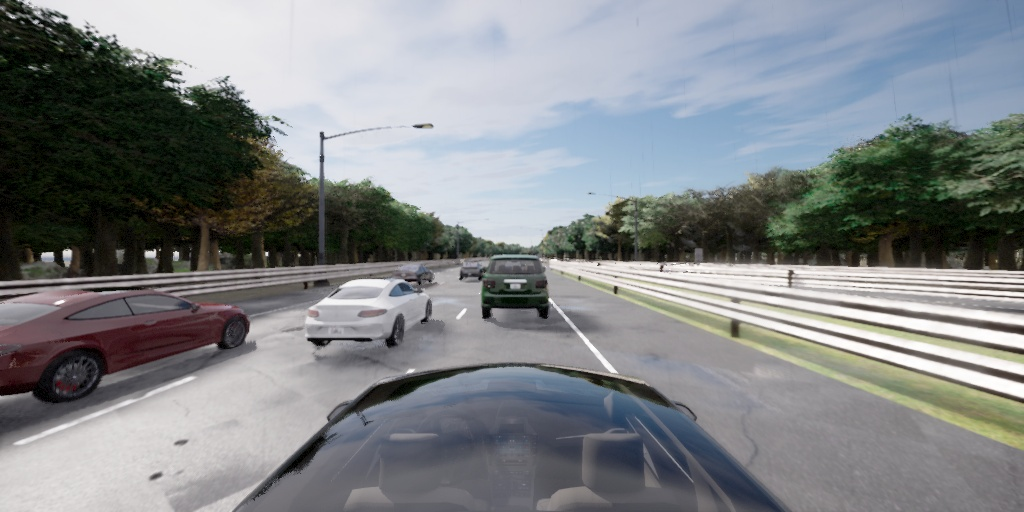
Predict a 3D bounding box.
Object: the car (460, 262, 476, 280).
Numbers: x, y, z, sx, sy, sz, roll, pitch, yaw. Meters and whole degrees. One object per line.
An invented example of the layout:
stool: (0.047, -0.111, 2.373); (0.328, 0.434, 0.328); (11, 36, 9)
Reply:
car: (-3.401, 1.281, 31.342); (2.128, 1.511, 4.902); (0, 0, 0)

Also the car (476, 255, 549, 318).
car: (0.100, 0.986, 13.196); (2.150, 2.045, 5.566); (0, 0, 0)

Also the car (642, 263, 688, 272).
car: (15.500, 1.459, 36.660); (2.033, 1.411, 5.357); (0, 0, -16)

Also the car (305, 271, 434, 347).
car: (-3.400, 1.284, 9.237); (1.812, 1.442, 4.674); (0, 0, 0)

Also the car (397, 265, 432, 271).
car: (-6.914, 1.310, 25.366); (2.033, 1.411, 5.357); (0, -1, 0)

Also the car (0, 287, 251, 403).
car: (-6.888, 1.262, 6.234); (1.812, 1.442, 4.674); (1, 0, 0)
